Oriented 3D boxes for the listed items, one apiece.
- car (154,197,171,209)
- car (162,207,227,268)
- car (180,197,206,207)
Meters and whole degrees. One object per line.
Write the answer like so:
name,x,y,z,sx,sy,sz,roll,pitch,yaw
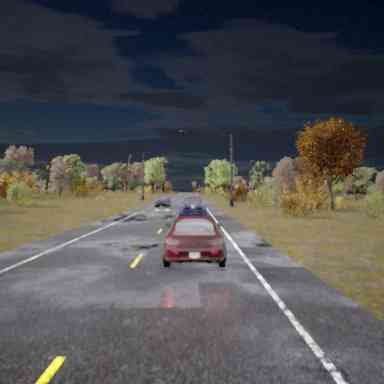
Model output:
car,-3.595,1.297,41.825,2.033,1.411,5.357,0,0,0
car,0.075,1.457,10.929,1.812,1.442,4.674,0,0,0
car,0.082,1.182,27.666,2.097,1.767,4.553,0,0,0
